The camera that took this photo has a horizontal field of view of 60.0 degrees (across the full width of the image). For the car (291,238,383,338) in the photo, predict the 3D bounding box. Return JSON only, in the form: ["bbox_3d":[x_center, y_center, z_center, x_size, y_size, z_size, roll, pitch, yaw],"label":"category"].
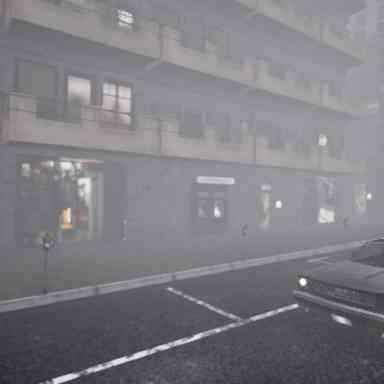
[{"bbox_3d":[4.026,1.596,6.252,4.718,1.301,1.895,0,0,-36],"label":"car"}]
